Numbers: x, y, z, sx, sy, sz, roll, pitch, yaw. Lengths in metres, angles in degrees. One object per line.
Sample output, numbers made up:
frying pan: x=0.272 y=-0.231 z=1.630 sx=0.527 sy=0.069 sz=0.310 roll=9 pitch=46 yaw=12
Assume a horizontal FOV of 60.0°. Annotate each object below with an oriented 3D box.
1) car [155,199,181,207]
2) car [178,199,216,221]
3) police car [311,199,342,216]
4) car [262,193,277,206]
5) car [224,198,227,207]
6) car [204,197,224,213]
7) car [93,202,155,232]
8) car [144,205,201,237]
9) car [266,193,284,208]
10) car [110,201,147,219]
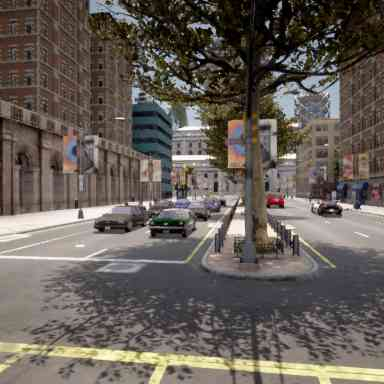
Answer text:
car: x=-2.616 y=1.505 z=30.127 sx=1.837 sy=1.490 sz=4.892 roll=0 pitch=0 yaw=9
car: x=0.551 y=1.547 z=27.695 sx=2.033 sy=1.411 sz=5.357 roll=0 pitch=0 yaw=9
police car: x=13.018 y=1.509 z=32.476 sx=2.038 sy=1.542 sz=4.974 roll=0 pitch=0 yaw=9
car: x=13.276 y=1.221 z=57.298 sx=2.150 sy=2.045 sz=5.566 roll=0 pitch=0 yaw=9
car: x=4.386 y=1.601 z=52.129 sx=1.895 sy=1.301 sz=4.718 roll=0 pitch=0 yaw=9
car: x=2.073 y=1.352 z=37.591 sx=2.097 sy=1.767 sz=4.553 roll=0 pitch=0 yaw=9
car: x=-4.105 y=1.547 z=20.404 sx=2.033 sy=1.411 sz=5.357 roll=0 pitch=0 yaw=9
car: x=-0.908 y=1.601 z=18.154 sx=1.895 sy=1.301 sz=4.718 roll=0 pitch=0 yaw=9
car: x=11.700 y=1.221 z=46.998 sx=2.150 sy=2.045 sz=5.566 roll=0 pitch=0 yaw=9
car: x=-5.726 y=1.595 z=30.635 sx=1.895 sy=1.301 sz=4.718 roll=0 pitch=0 yaw=9
